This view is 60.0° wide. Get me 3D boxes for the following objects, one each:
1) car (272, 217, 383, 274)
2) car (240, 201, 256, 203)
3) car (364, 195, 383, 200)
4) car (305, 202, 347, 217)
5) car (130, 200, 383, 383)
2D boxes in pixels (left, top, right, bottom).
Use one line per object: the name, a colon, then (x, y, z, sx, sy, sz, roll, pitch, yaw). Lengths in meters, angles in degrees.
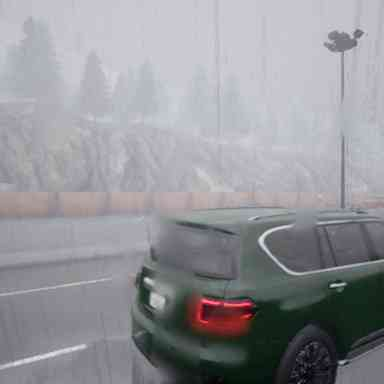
car: (5.097, 1.659, 11.478, 4.718, 1.301, 1.895, 0, 0, -34)
car: (6.327, 1.726, 37.751, 5.357, 1.411, 2.033, 0, 0, -33)
car: (25.522, 1.457, 46.174, 5.566, 2.045, 2.150, 0, 0, -34)
car: (13.884, 1.734, 34.330, 4.181, 1.385, 1.994, 0, 0, -33)
car: (1.844, 1.248, 5.015, 5.566, 2.045, 2.150, 0, 0, -35)
